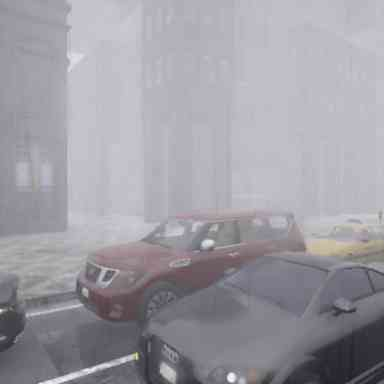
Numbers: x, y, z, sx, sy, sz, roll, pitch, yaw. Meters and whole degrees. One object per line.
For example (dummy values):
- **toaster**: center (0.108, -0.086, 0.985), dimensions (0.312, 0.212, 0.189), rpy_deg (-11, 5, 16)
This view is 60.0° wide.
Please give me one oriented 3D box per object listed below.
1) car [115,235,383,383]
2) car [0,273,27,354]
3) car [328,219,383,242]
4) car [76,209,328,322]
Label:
- **car**: center (1.392, 1.562, 4.371), dimensions (4.181, 1.385, 1.994), rpy_deg (0, 0, -36)
- **car**: center (-4.255, 1.552, 3.613), dimensions (4.403, 1.369, 2.008), rpy_deg (0, 0, -35)
- **car**: center (4.756, 1.520, 10.039), dimensions (4.829, 1.417, 1.752), rpy_deg (0, 0, -35)
- **car**: center (0.320, 1.313, 6.876), dimensions (5.009, 1.841, 2.192), rpy_deg (0, 0, -35)
